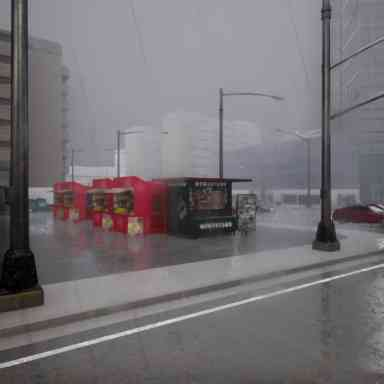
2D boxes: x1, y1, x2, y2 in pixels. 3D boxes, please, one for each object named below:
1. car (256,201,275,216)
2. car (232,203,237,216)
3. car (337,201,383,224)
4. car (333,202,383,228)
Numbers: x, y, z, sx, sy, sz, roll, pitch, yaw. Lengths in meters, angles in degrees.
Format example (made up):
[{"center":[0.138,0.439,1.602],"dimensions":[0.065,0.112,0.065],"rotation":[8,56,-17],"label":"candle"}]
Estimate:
[{"center":[6.739,1.706,35.810],"dimensions":[2.128,1.511,4.902],"rotation":[0,-1,-36],"label":"car"},{"center":[3.816,1.779,33.882],"dimensions":[1.994,1.385,4.181],"rotation":[0,-1,-36],"label":"car"},{"center":[14.068,1.553,25.730],"dimensions":[1.882,1.535,5.008],"rotation":[0,-1,-36],"label":"car"},{"center":[11.965,1.589,22.628],"dimensions":[1.812,1.442,4.674],"rotation":[0,0,-36],"label":"car"}]
